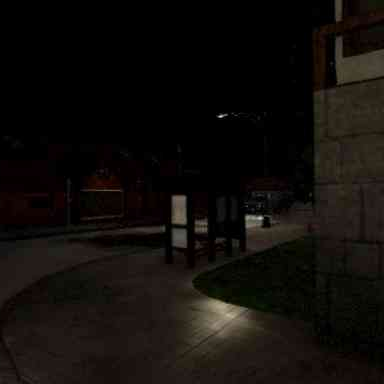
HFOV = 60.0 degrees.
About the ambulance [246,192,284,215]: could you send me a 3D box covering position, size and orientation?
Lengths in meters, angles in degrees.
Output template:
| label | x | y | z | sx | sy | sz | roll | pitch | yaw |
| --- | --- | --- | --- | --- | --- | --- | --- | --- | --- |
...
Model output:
| label | x | y | z | sx | sy | sz | roll | pitch | yaw |
| --- | --- | --- | --- | --- | --- | --- | --- | --- | --- |
| ambulance | 8.224 | 1.194 | 37.546 | 2.351 | 2.431 | 6.366 | -1 | 0 | 36 |
